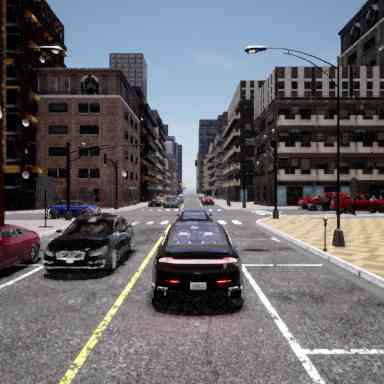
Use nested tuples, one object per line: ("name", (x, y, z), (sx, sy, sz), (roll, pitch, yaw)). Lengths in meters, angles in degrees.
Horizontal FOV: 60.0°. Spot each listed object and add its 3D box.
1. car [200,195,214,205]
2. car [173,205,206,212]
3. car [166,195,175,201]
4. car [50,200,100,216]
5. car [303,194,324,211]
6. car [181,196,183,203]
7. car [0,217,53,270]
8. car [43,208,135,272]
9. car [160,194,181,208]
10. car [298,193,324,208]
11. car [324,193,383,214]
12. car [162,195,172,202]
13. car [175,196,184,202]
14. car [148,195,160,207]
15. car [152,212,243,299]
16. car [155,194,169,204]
("car", (2.760, 1.458, 56.955), (1.967, 1.590, 4.097), (0, 0, 0))
("car", (0.120, 1.564, 17.078), (1.994, 1.385, 4.181), (0, 0, 0))
("car", (-5.585, 1.480, 85.377), (1.967, 1.590, 4.097), (0, 0, 0))
("car", (-10.791, 1.532, 31.149), (4.553, 1.767, 2.097), (-1, 0, 7))
("car", (14.610, 1.230, 35.001), (4.674, 1.442, 1.812), (-1, 0, 0))
("car", (-3.008, 1.619, 58.161), (1.895, 1.301, 4.718), (0, 0, 0))
("car", (-5.730, 1.582, 9.258), (1.802, 1.307, 4.206), (0, 0, 0))
("car", (-3.079, 1.504, 10.841), (1.837, 1.490, 4.892), (0, 0, 0))
("car", (-3.006, 1.365, 48.229), (2.097, 1.767, 4.553), (0, 0, 0))
("car", (14.606, 1.015, 37.572), (5.009, 1.841, 2.192), (-1, 1, 0))
("car", (14.730, 1.029, 29.193), (5.009, 1.841, 2.192), (-1, 1, 0))
("car", (-5.599, 1.470, 74.011), (1.967, 1.590, 4.097), (0, 0, 0))
("car", (-2.902, 1.571, 79.098), (2.033, 1.411, 5.357), (0, 0, 0))
("car", (-5.627, 1.580, 51.281), (1.947, 1.339, 4.313), (0, 0, 0))
("car", (0.113, 1.491, 8.463), (2.128, 1.511, 4.902), (0, 0, 0))
("car", (-5.613, 1.336, 62.646), (2.192, 1.841, 5.009), (0, 0, 0))
